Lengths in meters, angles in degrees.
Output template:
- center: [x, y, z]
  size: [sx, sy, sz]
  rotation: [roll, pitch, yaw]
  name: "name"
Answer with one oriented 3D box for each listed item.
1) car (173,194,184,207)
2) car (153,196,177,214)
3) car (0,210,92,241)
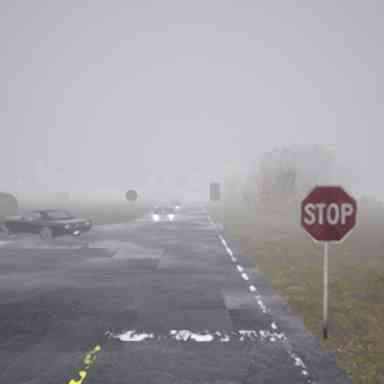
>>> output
- center: [-2.730, 1.448, 50.021]
  size: [1.994, 1.385, 4.181]
  rotation: [0, 0, 0]
  name: "car"
- center: [-2.777, 1.439, 33.930]
  size: [1.812, 1.442, 4.674]
  rotation: [0, 0, 0]
  name: "car"
- center: [-7.275, 1.509, 16.041]
  size: [4.718, 1.301, 1.895]
  rotation: [1, 1, 25]
  name: "car"
